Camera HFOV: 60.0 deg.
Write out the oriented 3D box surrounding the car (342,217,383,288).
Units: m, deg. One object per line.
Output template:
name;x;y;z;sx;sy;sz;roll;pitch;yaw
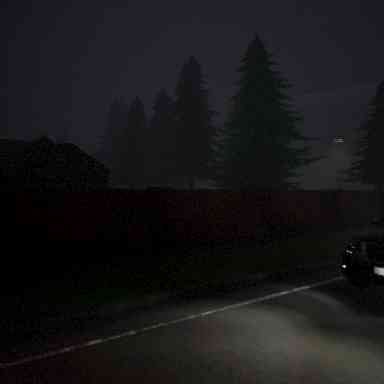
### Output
car;6.035;1.221;8.154;5.566;2.045;2.150;0;0;-35
